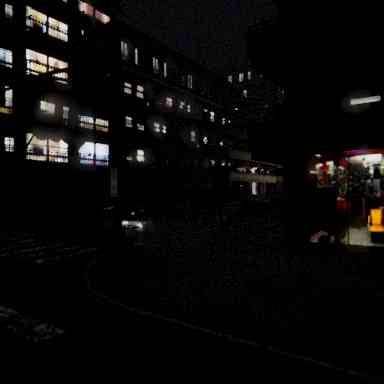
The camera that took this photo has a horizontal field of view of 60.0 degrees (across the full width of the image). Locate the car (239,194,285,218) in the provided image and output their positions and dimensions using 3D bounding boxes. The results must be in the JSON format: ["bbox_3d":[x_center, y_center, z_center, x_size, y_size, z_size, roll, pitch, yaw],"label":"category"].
[{"bbox_3d":[5.154,1.116,25.265,1.887,1.381,4.507,1,1,35],"label":"car"}]

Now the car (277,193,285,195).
[{"bbox_3d":[8.357,1.062,29.934,1.802,1.307,4.206,1,1,35],"label":"car"}]

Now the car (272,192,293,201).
[{"bbox_3d":[14.571,0.715,53.304,1.947,1.339,4.313,1,1,35],"label":"car"}]

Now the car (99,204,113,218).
[{"bbox_3d":[-5.101,1.260,25.615,1.947,1.339,4.313,1,1,35],"label":"car"}]

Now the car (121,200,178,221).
[{"bbox_3d":[-2.843,1.246,24.118,1.994,1.385,4.181,0,1,35],"label":"car"}]

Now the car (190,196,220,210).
[{"bbox_3d":[1.527,1.078,34.799,1.947,1.339,4.313,1,1,35],"label":"car"}]

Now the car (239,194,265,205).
[{"bbox_3d":[8.049,0.913,44.050,1.802,1.307,4.206,1,1,35],"label":"car"}]
